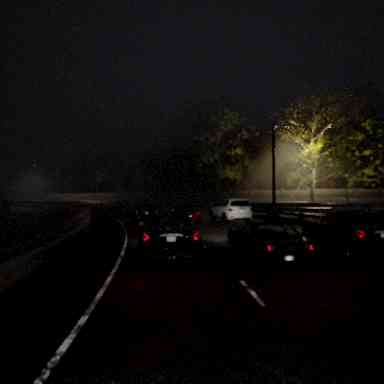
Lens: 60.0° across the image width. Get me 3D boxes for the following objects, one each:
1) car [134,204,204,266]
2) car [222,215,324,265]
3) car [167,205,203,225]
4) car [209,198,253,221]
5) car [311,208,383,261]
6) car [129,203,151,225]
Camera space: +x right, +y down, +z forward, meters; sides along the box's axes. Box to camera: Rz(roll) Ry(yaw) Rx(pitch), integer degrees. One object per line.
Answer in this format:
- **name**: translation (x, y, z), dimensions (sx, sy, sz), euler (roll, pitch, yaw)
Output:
- **car**: translation (-0.913, 1.500, 12.403), dimensions (2.097, 1.767, 4.553), euler (0, -1, -7)
- **car**: translation (2.657, 1.732, 12.195), dimensions (1.895, 1.301, 4.718), euler (0, -1, -7)
- **car**: translation (-0.686, 1.899, 28.528), dimensions (1.994, 1.385, 4.181), euler (0, -1, -16)
- **car**: translation (3.150, 1.533, 27.914), dimensions (2.150, 2.045, 5.566), euler (0, 0, -15)
- **car**: translation (6.065, 1.477, 13.021), dimensions (2.097, 1.767, 4.553), euler (0, -1, -7)
- **car**: translation (-3.976, 1.686, 27.313), dimensions (2.097, 1.767, 4.553), euler (0, -1, -16)
